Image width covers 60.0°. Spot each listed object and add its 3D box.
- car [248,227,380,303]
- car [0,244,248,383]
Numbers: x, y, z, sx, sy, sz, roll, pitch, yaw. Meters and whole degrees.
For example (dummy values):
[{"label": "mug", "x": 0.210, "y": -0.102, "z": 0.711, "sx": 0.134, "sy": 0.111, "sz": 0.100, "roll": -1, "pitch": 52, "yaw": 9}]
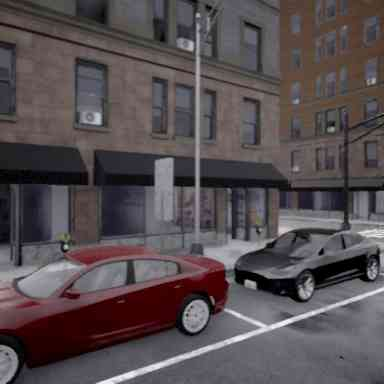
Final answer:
[{"label": "car", "x": 3.025, "y": 1.606, "z": 8.333, "sx": 4.313, "sy": 1.339, "sz": 1.947, "roll": 0, "pitch": 0, "yaw": -35}, {"label": "car", "x": -1.467, "y": 1.554, "z": 5.141, "sx": 4.507, "sy": 1.381, "sz": 1.887, "roll": 0, "pitch": 0, "yaw": -35}]
